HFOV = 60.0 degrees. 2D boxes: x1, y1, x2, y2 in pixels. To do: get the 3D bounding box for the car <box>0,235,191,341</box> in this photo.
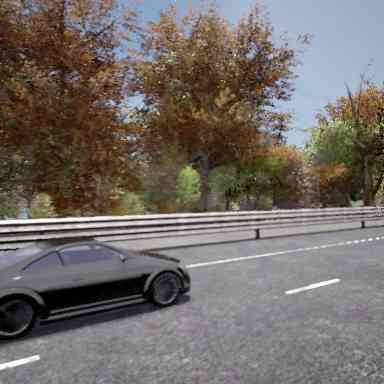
[{"bbox_3d":[-2.079,1.578,6.583,4.181,1.385,1.994,0,0,-35],"label":"car"}]
